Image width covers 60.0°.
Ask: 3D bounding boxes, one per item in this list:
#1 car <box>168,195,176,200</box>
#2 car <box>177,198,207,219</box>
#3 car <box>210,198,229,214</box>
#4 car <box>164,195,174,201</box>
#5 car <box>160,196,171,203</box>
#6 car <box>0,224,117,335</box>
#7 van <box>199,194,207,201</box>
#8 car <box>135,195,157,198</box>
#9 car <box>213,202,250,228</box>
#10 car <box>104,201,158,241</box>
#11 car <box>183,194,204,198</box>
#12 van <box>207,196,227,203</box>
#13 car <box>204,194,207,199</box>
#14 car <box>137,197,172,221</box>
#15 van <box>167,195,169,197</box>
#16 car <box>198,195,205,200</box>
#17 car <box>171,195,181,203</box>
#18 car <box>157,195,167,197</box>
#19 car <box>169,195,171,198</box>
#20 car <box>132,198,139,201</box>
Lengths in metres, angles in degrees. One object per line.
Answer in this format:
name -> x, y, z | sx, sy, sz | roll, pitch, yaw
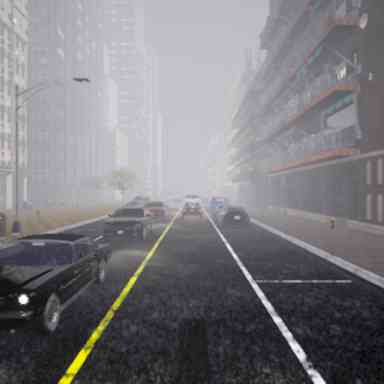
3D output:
car -> -5.684, 1.581, 93.673 | 2.008, 1.369, 4.403 | 0, 0, 0
car -> 0.002, 1.535, 29.155 | 2.033, 1.411, 5.357 | 0, 0, 0
car -> 2.691, 1.513, 27.569 | 1.752, 1.417, 4.829 | 0, 0, 0
car -> -5.686, 1.456, 82.629 | 1.967, 1.590, 4.097 | 0, 0, 0
car -> -5.686, 1.571, 71.583 | 1.947, 1.339, 4.313 | 0, 0, 0
car -> -3.097, 1.597, 6.834 | 1.895, 1.301, 4.718 | 0, 0, 0
van -> 2.695, 1.357, 82.628 | 1.690, 1.788, 3.998 | 0, 0, 0
car -> -5.689, 1.303, 38.445 | 2.192, 1.841, 5.009 | 0, 0, 0
car -> 2.691, 1.554, 21.876 | 1.947, 1.339, 4.313 | 0, 0, 0
car -> -3.083, 1.468, 16.919 | 1.882, 1.535, 5.008 | 0, 0, 1
car -> 0.036, 1.213, 42.748 | 2.150, 2.045, 5.566 | 0, 0, 1
van -> 2.691, 1.328, 32.922 | 1.690, 1.788, 3.998 | 0, 0, 0
car -> 2.695, 1.555, 71.582 | 2.008, 1.369, 4.403 | 0, 0, 0
car -> -3.024, 1.465, 27.406 | 1.882, 1.535, 5.008 | 0, 0, 0
van -> -5.687, 1.338, 60.537 | 1.690, 1.788, 3.998 | 0, 0, 0
car -> 2.697, 1.575, 93.672 | 1.887, 1.381, 4.507 | 0, 0, 0
car -> -3.001, 1.558, 67.713 | 1.994, 1.385, 4.181 | 0, 0, 0
car -> -5.687, 1.545, 55.014 | 2.008, 1.369, 4.403 | 0, 0, 0
car -> -5.686, 1.545, 66.060 | 1.887, 1.381, 4.507 | 0, 0, 0
car -> -5.689, 1.553, 32.923 | 1.947, 1.339, 4.313 | 0, 0, 0
